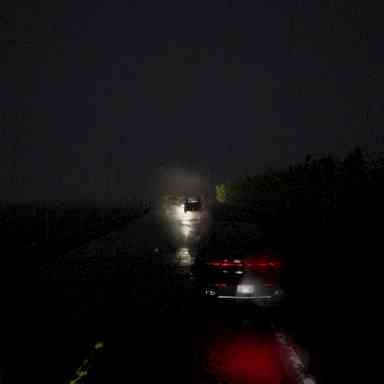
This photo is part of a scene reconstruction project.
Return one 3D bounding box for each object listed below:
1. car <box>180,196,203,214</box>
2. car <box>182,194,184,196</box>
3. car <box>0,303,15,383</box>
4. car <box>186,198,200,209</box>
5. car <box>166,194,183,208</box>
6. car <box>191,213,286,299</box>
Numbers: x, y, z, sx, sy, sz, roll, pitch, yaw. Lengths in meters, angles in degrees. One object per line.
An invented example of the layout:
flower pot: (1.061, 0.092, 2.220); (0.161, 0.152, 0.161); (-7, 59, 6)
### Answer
car: (0.109, 1.491, 35.594); (2.128, 1.511, 4.902); (0, 0, 0)
car: (-2.670, 1.381, 83.461); (2.097, 1.767, 4.553); (0, 0, 0)
car: (-2.749, 1.504, 1.515); (1.837, 1.490, 4.892); (0, 0, 0)
car: (0.116, 1.526, 45.768); (1.812, 1.442, 4.674); (0, 0, 0)
car: (-2.704, 1.478, 49.066); (1.882, 1.535, 5.008); (0, 0, 0)
car: (0.971, 1.505, 8.426); (1.837, 1.490, 4.892); (0, 0, 0)
